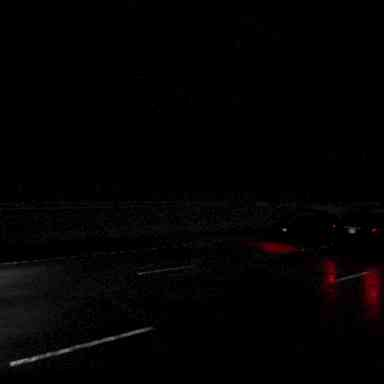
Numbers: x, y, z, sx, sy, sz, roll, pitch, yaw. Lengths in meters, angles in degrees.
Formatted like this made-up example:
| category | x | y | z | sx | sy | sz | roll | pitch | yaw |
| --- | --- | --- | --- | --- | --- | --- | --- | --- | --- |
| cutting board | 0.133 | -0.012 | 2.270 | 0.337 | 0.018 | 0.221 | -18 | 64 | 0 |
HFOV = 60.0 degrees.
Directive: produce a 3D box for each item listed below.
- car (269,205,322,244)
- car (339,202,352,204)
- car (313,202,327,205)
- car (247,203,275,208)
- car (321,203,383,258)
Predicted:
| category | x | y | z | sx | sy | sz | roll | pitch | yaw |
| --- | --- | --- | --- | --- | --- | --- | --- | --- | --- |
| car | 6.313 | 1.634 | 16.856 | 5.008 | 1.535 | 1.882 | 1 | -1 | -36 |
| car | 23.396 | 2.250 | 50.679 | 5.357 | 1.411 | 2.033 | 1 | -1 | -35 |
| car | 20.151 | 2.279 | 52.678 | 4.718 | 1.301 | 1.895 | 1 | -1 | -35 |
| car | 7.340 | 1.861 | 35.032 | 4.674 | 1.442 | 1.812 | 1 | -1 | -35 |
| car | 7.632 | 1.497 | 13.496 | 4.553 | 1.767 | 2.097 | 1 | -1 | -36 |
